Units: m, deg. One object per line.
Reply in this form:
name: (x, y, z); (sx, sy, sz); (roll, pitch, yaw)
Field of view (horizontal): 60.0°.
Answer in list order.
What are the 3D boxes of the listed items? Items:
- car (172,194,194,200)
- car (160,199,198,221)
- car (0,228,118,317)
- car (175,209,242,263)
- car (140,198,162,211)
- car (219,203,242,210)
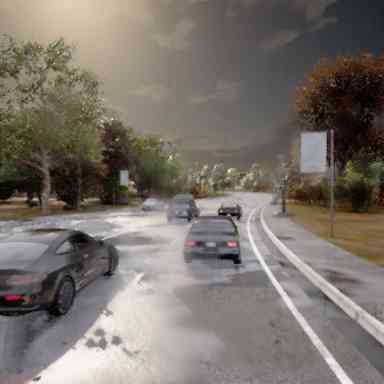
car: (-1.160, 1.235, 42.075); (2.150, 2.045, 5.566); (0, 0, 14)
car: (-0.666, 1.565, 26.765); (2.033, 1.411, 5.357); (0, 0, 10)
car: (-3.091, 1.524, 7.400); (1.812, 1.442, 4.674); (0, 0, 4)
car: (0.793, 1.560, 12.031); (2.033, 1.411, 5.357); (0, 0, 6)
car: (-4.898, 1.528, 41.439); (1.812, 1.442, 4.674); (0, 0, 14)
car: (3.460, 1.634, 29.663); (1.895, 1.301, 4.718); (0, 0, 11)
